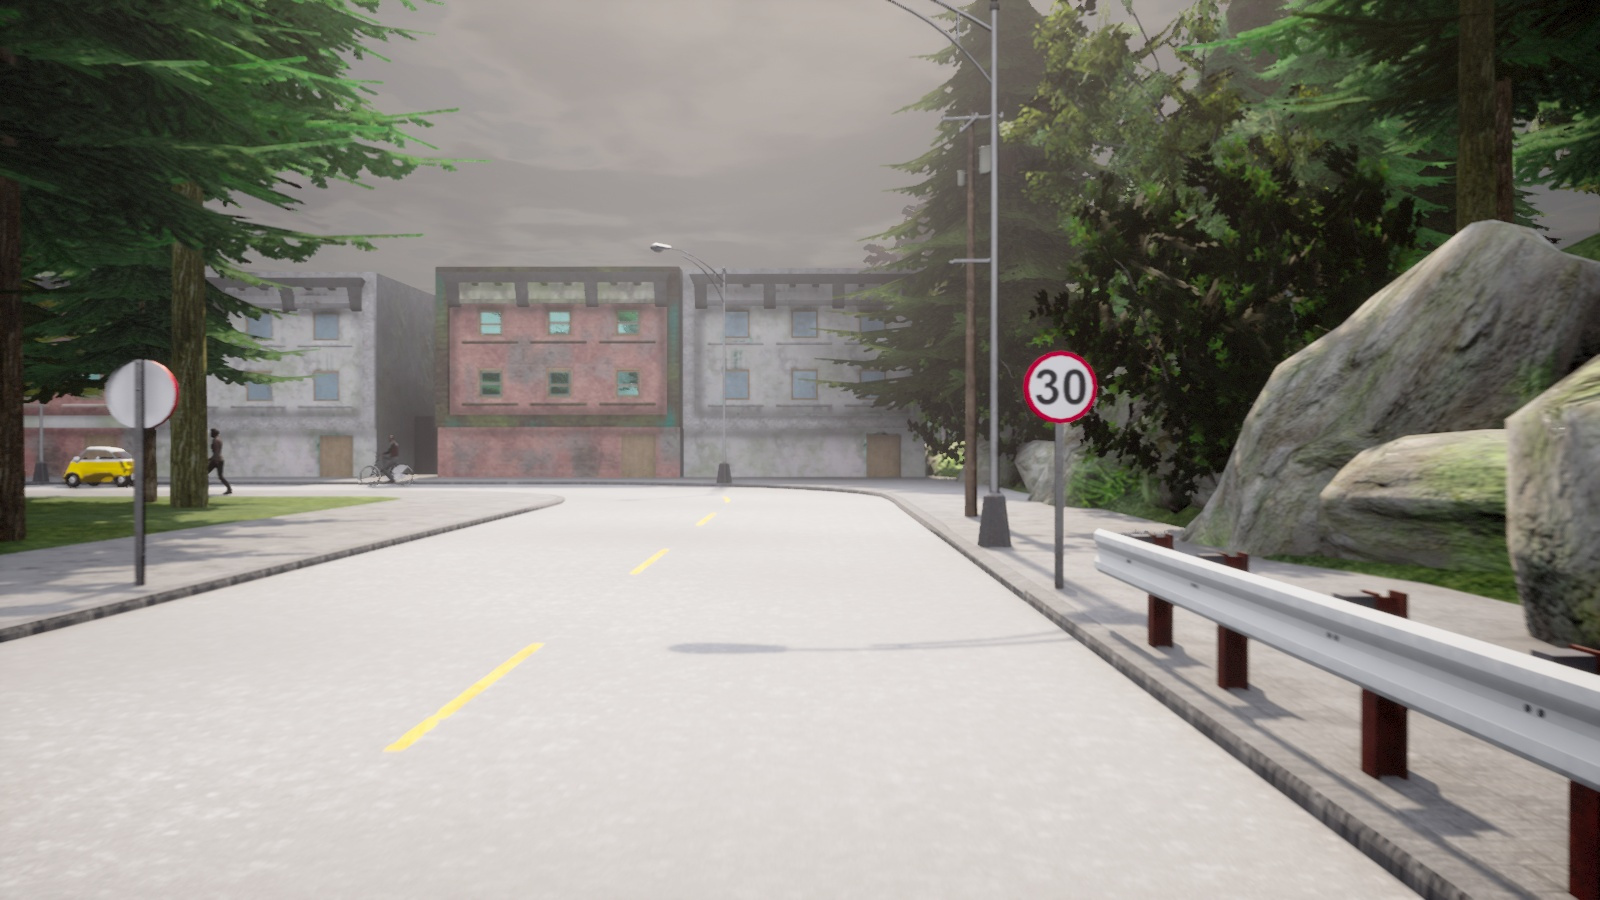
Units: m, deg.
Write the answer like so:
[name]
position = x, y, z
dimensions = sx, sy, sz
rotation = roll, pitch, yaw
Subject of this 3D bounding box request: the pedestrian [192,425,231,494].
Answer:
[pedestrian]
position = -15.569, 0.252, 33.245
dimensions = 0.869, 1.805, 0.328
rotation = 0, 0, 1

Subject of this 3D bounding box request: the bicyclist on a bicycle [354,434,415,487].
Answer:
[bicyclist on a bicycle]
position = -14.063, 0.361, 42.480
dimensions = 1.843, 1.776, 0.659
rotation = 0, 0, 3

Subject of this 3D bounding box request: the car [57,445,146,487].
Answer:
[car]
position = -23.705, 0.536, 42.663
dimensions = 2.207, 1.376, 1.481
rotation = 0, 0, 1
